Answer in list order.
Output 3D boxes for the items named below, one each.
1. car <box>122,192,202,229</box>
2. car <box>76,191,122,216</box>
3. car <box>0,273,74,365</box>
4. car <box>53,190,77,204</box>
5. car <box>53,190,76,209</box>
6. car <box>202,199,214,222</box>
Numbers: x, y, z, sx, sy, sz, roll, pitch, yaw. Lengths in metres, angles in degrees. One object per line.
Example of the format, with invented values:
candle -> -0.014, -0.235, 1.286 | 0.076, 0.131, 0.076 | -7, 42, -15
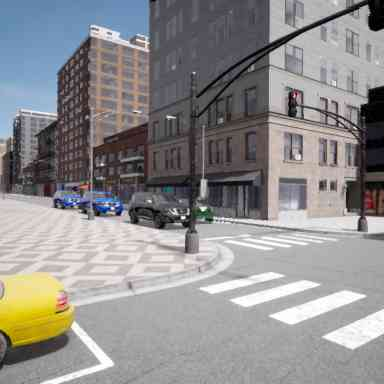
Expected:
car -> -2.070, 1.053, 20.778 | 2.150, 2.045, 5.566 | 1, 0, -35
car -> -8.013, 0.960, 29.188 | 2.150, 2.045, 5.566 | 1, 0, -35
car -> -3.979, 1.525, 3.914 | 4.829, 1.417, 1.752 | 0, 1, -36
car -> -19.610, 0.768, 51.122 | 2.150, 2.045, 5.566 | 1, 0, -35
car -> -14.209, 0.862, 37.973 | 2.150, 2.045, 5.566 | 1, 0, -35
car -> -0.469, 1.200, 24.020 | 2.097, 1.767, 4.553 | 1, 0, -35
